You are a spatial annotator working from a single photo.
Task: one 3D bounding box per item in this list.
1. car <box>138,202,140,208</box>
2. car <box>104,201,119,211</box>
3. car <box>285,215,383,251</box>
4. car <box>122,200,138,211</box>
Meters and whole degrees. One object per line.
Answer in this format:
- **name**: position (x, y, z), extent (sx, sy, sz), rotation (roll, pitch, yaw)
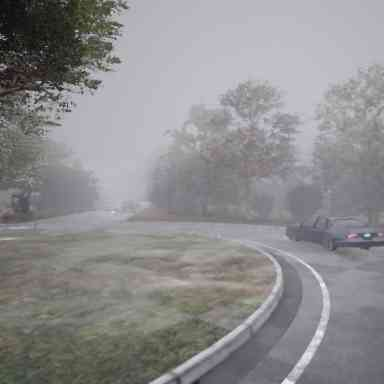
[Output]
- **car**: position (-13.457, 3.035, 79.202), extent (1.882, 1.535, 5.008), rotation (-1, -1, -5)
- **car**: position (-15.788, 2.716, 65.437), extent (2.150, 2.045, 5.566), rotation (-1, -1, -5)
- **car**: position (6.228, 1.759, 15.182), extent (2.033, 1.411, 5.357), rotation (0, -1, -11)
- **car**: position (-12.109, 2.622, 63.598), extent (2.150, 2.045, 5.566), rotation (-1, -1, -5)
